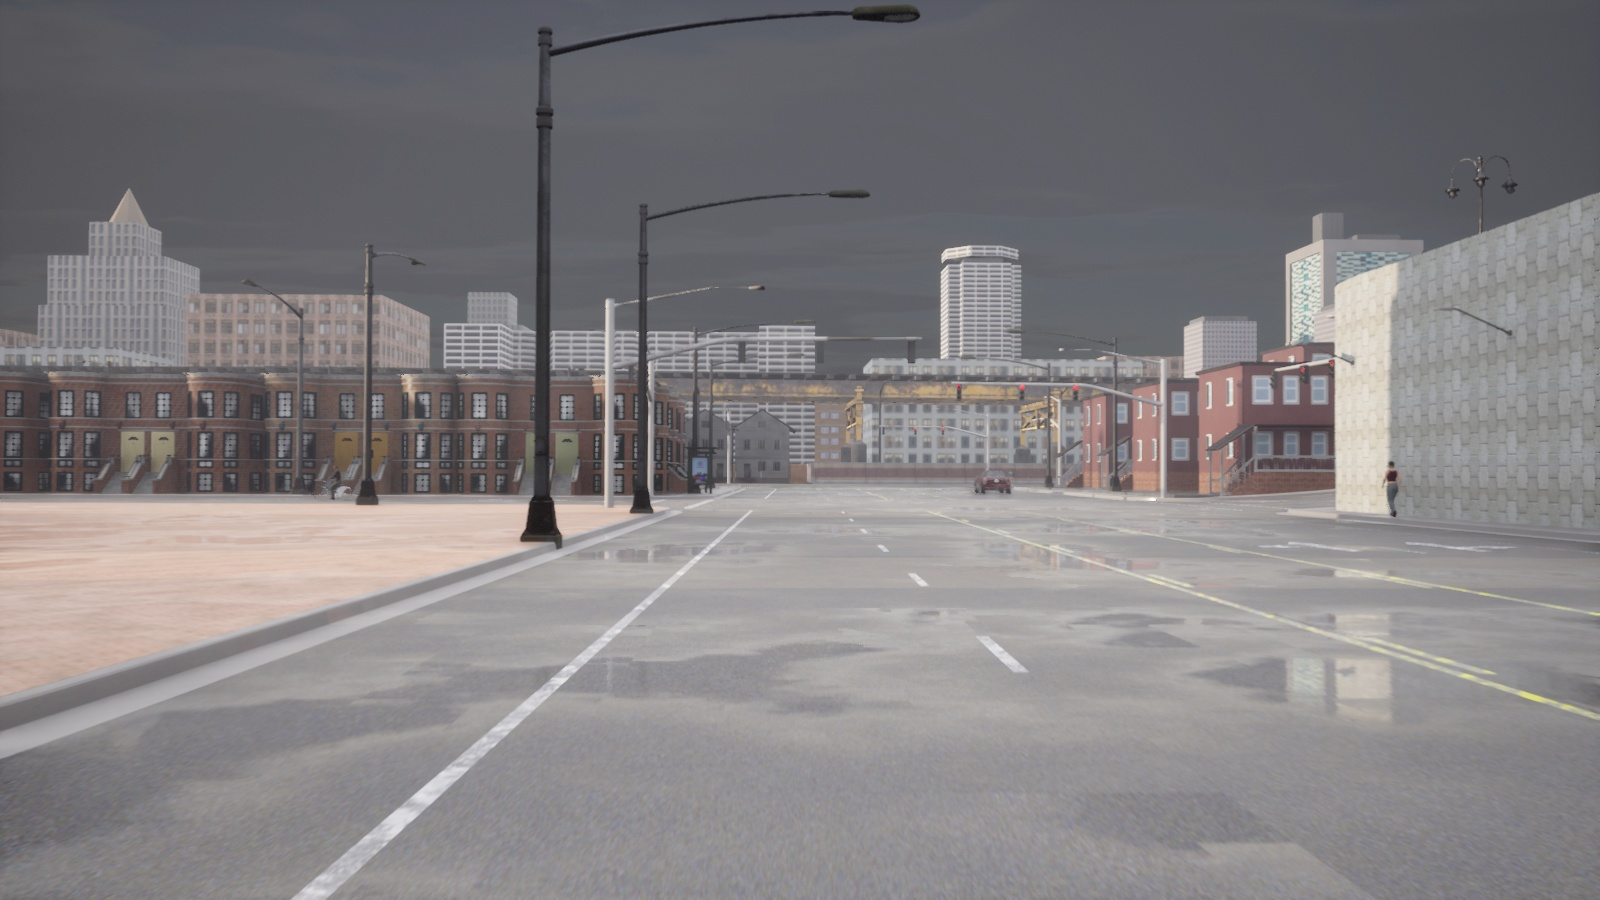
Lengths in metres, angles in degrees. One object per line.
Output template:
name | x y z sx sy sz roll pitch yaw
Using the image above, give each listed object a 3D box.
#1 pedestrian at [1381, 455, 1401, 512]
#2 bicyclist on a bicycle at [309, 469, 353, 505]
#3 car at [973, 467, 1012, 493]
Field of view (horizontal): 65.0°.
pedestrian | 19.176 1.075 40.759 0.345 1.836 0.594 0 -1 0
bicyclist on a bicycle | -22.800 1.799 61.072 1.843 1.776 0.659 0 -1 0
car | 13.781 2.130 90.301 2.097 1.767 4.553 0 -1 0
